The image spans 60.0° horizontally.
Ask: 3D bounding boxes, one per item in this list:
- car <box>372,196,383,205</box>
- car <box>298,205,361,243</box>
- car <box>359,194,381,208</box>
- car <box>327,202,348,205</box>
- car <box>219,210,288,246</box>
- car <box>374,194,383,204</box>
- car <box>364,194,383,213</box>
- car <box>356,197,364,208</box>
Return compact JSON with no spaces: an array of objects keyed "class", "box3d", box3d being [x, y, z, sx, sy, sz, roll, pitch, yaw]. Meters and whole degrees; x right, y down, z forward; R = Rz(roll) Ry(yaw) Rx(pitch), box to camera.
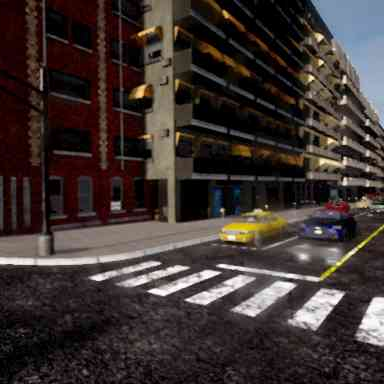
[{"class":"car","box3d":[32.317,1.459,57.319,1.887,1.381,4.507,-1,-1,35]},{"class":"car","box3d":[6.632,1.550,16.112,1.994,1.385,4.181,0,0,35]},{"class":"car","box3d":[25.813,1.249,48.042,2.192,1.841,5.009,-1,-1,35]},{"class":"car","box3d":[12.818,1.516,29.482,1.887,1.381,4.507,-1,-1,35]},{"class":"car","box3d":[2.971,1.521,15.424,1.752,1.417,4.829,-1,-1,35]},{"class":"car","box3d":[35.562,1.218,61.960,2.192,1.841,5.009,-1,-1,35]},{"class":"car","box3d":[19.758,1.303,34.808,2.097,1.767,4.553,0,0,35]},{"class":"car","box3d":[22.469,1.469,43.261,1.752,1.417,4.829,-1,-1,35]}]
